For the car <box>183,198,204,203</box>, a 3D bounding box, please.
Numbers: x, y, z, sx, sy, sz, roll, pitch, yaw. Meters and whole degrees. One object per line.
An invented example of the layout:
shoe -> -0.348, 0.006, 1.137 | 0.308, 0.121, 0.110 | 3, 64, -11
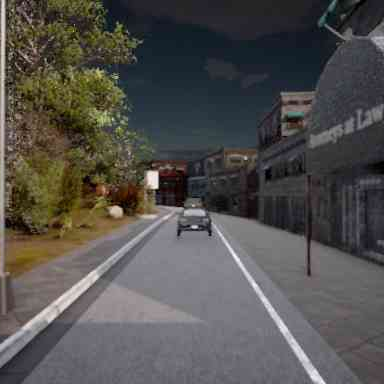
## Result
car -> 0.141, 1.675, 37.689 | 2.150, 2.045, 5.566 | 0, -2, 0

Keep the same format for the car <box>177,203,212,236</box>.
car -> 0.134, 1.554, 18.610 | 1.812, 1.442, 4.674 | 0, -1, 0
